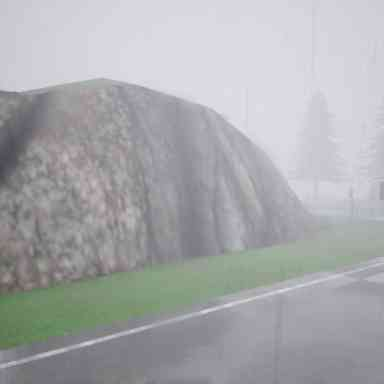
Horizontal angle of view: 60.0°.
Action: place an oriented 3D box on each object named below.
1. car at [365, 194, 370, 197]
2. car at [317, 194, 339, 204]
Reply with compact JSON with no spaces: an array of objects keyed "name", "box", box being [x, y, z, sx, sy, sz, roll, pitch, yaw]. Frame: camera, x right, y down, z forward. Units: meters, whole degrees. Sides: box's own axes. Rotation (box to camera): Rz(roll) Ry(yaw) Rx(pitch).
[{"name":"car","box":[37.099,1.108,67.446,5.008,1.535,1.882,0,0,-36]},{"name":"car","box":[23.474,1.072,57.563,4.553,1.767,2.097,0,0,-36]}]
